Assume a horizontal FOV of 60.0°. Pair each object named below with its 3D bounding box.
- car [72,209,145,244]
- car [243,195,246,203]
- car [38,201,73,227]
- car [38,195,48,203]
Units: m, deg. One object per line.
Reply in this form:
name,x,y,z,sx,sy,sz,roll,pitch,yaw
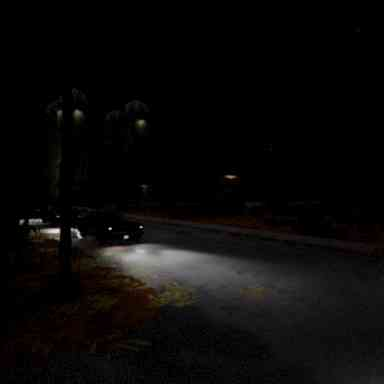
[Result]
car,-4.139,1.663,16.403,1.895,1.301,4.718,1,0,-35
car,12.271,1.713,81.664,1.905,1.878,3.866,6,3,11
car,-9.373,1.588,23.769,1.812,1.442,4.674,1,0,-35
car,-15.490,1.283,32.339,2.150,2.045,5.566,1,0,-36
